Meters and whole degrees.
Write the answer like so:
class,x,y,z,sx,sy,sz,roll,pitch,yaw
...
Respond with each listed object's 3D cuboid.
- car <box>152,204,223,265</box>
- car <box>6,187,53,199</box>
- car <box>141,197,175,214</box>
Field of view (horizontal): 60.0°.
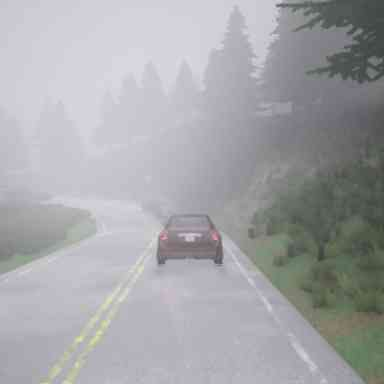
class,x,y,z,sx,sy,sz,roll,pitch,yaw
car,-0.090,1.472,12.264,2.097,1.767,4.553,0,-1,-1
car,-17.152,0.225,35.038,5.008,1.535,1.882,1,4,15
car,-2.453,1.164,26.337,2.033,1.411,5.357,-2,9,-26
